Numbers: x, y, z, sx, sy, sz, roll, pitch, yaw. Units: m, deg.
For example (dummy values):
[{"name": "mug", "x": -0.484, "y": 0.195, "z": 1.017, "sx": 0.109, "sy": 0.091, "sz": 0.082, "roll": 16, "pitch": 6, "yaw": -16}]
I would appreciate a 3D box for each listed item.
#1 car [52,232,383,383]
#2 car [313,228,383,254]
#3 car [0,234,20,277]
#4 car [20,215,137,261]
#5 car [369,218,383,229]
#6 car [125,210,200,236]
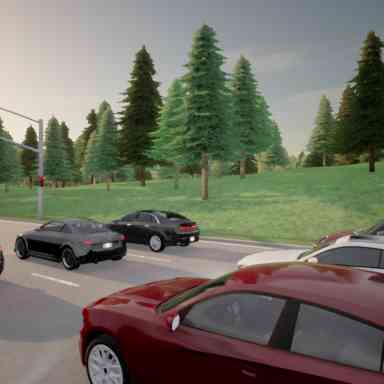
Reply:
[{"name": "car", "x": 0.922, "y": 1.478, "z": 3.332, "sx": 5.008, "sy": 1.535, "sz": 1.882, "roll": 0, "pitch": 0, "yaw": 36}, {"name": "car", "x": 3.047, "y": 1.526, "z": 6.114, "sx": 4.674, "sy": 1.442, "sz": 1.812, "roll": 0, "pitch": 0, "yaw": 35}, {"name": "car", "x": -6.595, "y": 1.525, "z": 8.590, "sx": 4.674, "sy": 1.442, "sz": 1.812, "roll": 0, "pitch": 0, "yaw": 36}, {"name": "car", "x": -4.129, "y": 1.564, "z": 11.118, "sx": 4.181, "sy": 1.385, "sz": 1.994, "roll": 0, "pitch": 0, "yaw": 36}, {"name": "car", "x": 5.524, "y": 1.352, "z": 8.647, "sx": 4.553, "sy": 1.767, "sz": 2.097, "roll": 0, "pitch": 0, "yaw": 36}, {"name": "car", "x": -1.951, "y": 1.505, "z": 13.865, "sx": 4.892, "sy": 1.490, "sz": 1.837, "roll": 0, "pitch": 0, "yaw": 36}]
